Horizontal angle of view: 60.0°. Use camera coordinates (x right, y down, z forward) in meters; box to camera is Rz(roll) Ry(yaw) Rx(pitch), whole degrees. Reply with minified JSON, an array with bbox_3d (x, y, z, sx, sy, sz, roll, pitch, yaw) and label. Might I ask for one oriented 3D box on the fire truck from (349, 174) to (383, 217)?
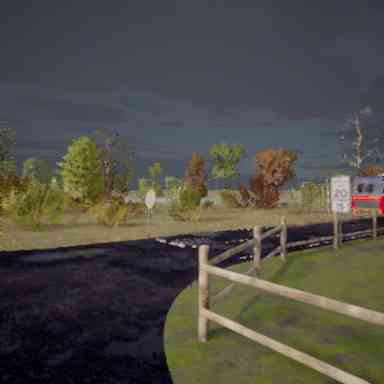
[{"bbox_3d":[17.473,0.396,29.922,8.468,3.827,2.891,0,0,-40],"label":"fire truck"}]
